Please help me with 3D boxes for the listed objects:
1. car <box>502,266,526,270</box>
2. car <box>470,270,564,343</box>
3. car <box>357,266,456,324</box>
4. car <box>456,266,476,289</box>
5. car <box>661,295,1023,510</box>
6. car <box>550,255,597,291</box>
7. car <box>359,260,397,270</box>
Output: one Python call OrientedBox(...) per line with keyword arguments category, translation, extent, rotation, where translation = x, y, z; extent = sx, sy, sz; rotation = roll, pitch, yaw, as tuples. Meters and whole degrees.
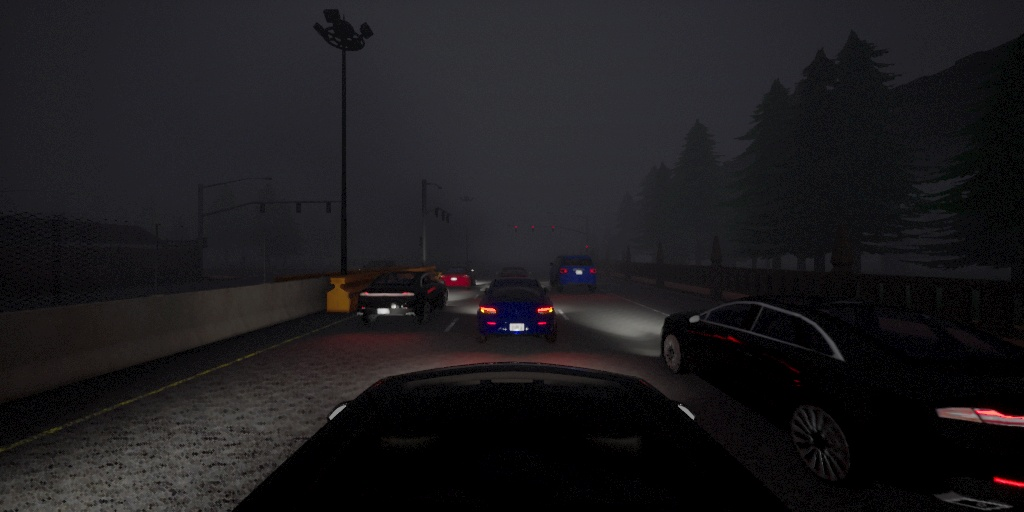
OrientedBox(category="car", translation=(0.097, 1.276, 19.464), extent=(1.812, 1.442, 4.674), rotation=(0, 0, 0))
OrientedBox(category="car", translation=(0.093, 1.276, 9.568), extent=(1.812, 1.442, 4.674), rotation=(0, 0, 0))
OrientedBox(category="car", translation=(-3.402, 1.242, 11.913), extent=(2.128, 1.511, 4.902), rotation=(0, 0, 0))
OrientedBox(category="car", translation=(-3.419, 1.314, 22.887), extent=(1.994, 1.385, 4.181), rotation=(0, 0, -1))
OrientedBox(category="car", translation=(3.599, 1.242, 4.557), extent=(2.128, 1.511, 4.902), rotation=(0, 0, 0))
OrientedBox(category="car", translation=(3.596, 0.971, 21.845), extent=(2.150, 2.045, 5.566), rotation=(0, 0, 0))
OrientedBox(category="car", translation=(-10.504, 1.109, 28.382), extent=(2.097, 1.767, 4.553), rotation=(0, 0, 0))
